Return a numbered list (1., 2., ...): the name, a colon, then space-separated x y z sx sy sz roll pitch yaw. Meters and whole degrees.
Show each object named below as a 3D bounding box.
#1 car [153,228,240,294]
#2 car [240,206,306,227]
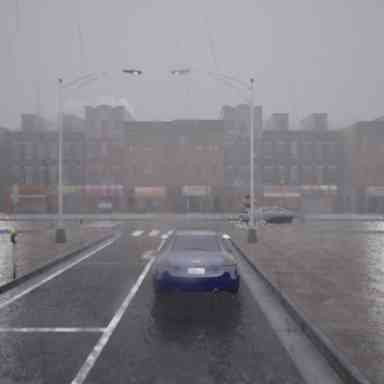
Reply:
1. car: 0.098 1.657 9.047 1.994 1.385 4.181 0 -1 0
2. car: 5.878 1.755 24.121 4.902 1.511 2.128 0 -1 -14
